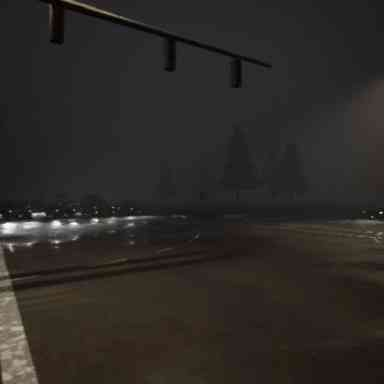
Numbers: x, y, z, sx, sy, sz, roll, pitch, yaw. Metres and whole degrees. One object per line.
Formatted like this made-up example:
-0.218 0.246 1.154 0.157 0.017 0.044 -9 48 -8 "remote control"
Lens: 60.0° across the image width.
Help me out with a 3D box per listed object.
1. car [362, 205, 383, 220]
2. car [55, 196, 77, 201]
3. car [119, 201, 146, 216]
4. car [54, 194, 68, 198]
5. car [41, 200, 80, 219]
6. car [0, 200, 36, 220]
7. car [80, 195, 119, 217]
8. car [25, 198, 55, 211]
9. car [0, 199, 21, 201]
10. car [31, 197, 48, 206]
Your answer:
17.786 1.893 30.786 4.718 1.301 1.895 0 0 -35 "car"
-14.792 1.573 40.512 1.882 1.535 5.008 1 0 -35 "car"
-6.488 1.650 34.695 1.812 1.442 4.674 1 0 -35 "car"
-22.759 1.351 58.240 2.150 2.045 5.566 1 -1 -34 "car"
-12.171 1.666 30.598 1.895 1.301 4.718 1 0 -35 "car"
-15.115 1.636 28.701 1.895 1.301 4.718 1 0 -35 "car"
-9.243 1.447 32.522 2.097 1.767 4.553 1 0 -35 "car"
-17.714 1.630 38.583 1.994 1.385 4.181 1 0 -35 "car"
-20.182 1.562 35.999 1.812 1.442 4.674 1 0 -35 "car"
-26.301 1.662 57.183 1.994 1.385 4.181 1 0 -34 "car"
